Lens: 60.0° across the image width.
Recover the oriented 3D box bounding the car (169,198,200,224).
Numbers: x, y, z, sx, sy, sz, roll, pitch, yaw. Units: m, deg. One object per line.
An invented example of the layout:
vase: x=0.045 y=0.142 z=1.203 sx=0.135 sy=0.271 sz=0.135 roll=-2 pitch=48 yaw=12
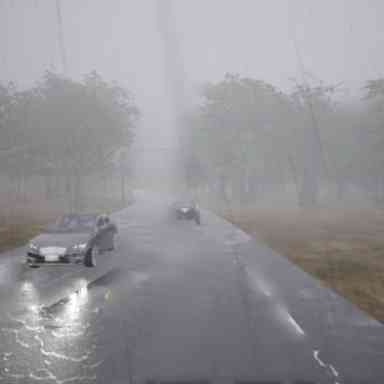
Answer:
car: x=-0.598 y=1.297 z=24.692 sx=2.097 sy=1.767 sz=4.553 roll=0 pitch=0 yaw=-3

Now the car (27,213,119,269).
car: x=-3.767 y=1.481 z=11.251 sx=2.128 sy=1.511 sz=4.902 roll=0 pitch=0 yaw=-1

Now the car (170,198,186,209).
car: x=-1.861 y=1.458 z=42.964 sx=1.895 sy=1.301 sz=4.718 roll=0 pitch=0 yaw=-5
